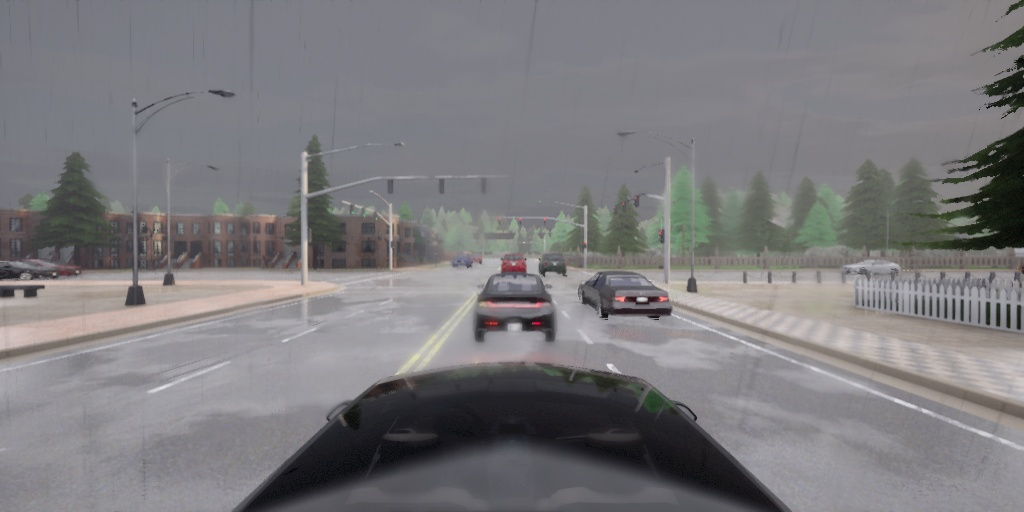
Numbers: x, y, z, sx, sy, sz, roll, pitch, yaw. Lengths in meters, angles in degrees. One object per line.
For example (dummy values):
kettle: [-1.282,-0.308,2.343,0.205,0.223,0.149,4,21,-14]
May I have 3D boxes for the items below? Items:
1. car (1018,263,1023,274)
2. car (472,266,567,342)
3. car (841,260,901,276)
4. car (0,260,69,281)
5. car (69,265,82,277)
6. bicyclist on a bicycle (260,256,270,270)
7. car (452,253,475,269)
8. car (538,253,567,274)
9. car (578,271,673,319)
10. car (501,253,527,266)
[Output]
car: [51.060,0.834,33.770,4.553,1.767,2.097,0,0,0]
car: [0.080,1.193,9.563,2.128,1.511,4.902,0,0,1]
car: [33.903,1.082,33.906,4.674,1.442,1.812,0,0,0]
car: [-36.432,1.071,26.042,5.008,1.535,1.882,0,0,-14]
car: [-38.494,1.052,29.107,5.008,1.535,1.882,0,0,-16]
bicyclist on a bicycle: [-28.730,0.801,41.695,0.582,1.620,1.656,0,1,-1]
car: [-6.964,0.668,50.455,2.150,2.045,5.566,0,0,1]
car: [3.665,0.779,32.900,2.150,2.045,5.566,0,0,0]
car: [3.602,1.232,12.373,2.033,1.411,5.357,0,0,0]
car: [0.166,0.779,32.898,2.150,2.045,5.566,0,0,0]
